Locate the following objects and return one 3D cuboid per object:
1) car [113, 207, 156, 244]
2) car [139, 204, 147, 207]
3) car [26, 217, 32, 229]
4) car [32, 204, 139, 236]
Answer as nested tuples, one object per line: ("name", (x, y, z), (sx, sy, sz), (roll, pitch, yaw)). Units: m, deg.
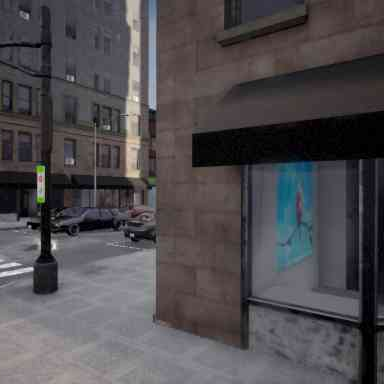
("car", (-1.245, 1.573, 15.680), (2.008, 1.369, 4.403), (0, 0, 35))
("car", (-4.495, 1.583, 24.961), (1.802, 1.307, 4.206), (0, 0, 35))
("car", (-7.786, 1.563, 20.329), (1.947, 1.339, 4.313), (0, 0, 35))
("car", (-5.761, 1.553, 18.798), (2.033, 1.411, 5.357), (0, 0, 35))
